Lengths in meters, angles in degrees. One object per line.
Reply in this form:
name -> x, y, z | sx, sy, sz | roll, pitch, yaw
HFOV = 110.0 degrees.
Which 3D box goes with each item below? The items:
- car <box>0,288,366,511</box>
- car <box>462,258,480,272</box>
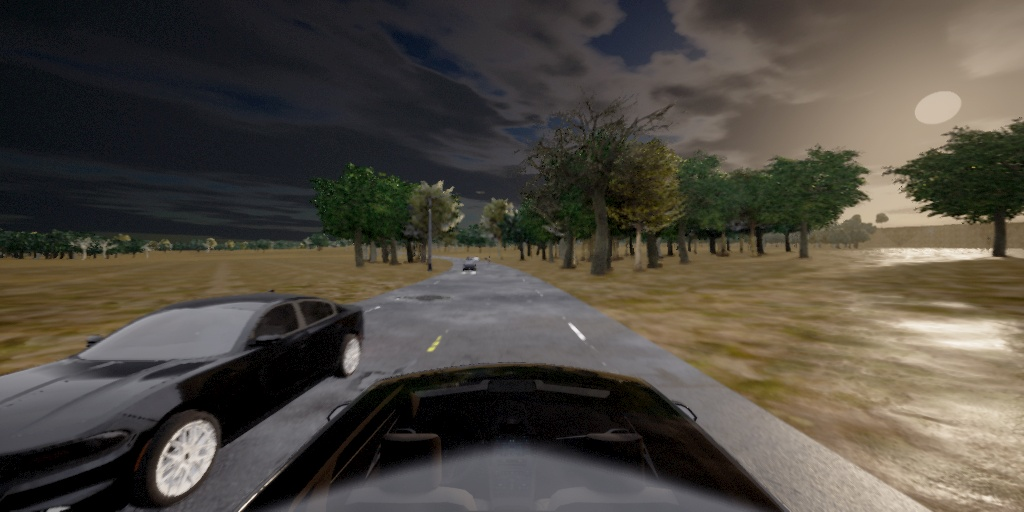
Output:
car -> -3.620, 1.255, 4.590 | 1.882, 1.535, 5.008 | 0, 0, 0
car -> -5.651, 1.345, 48.361 | 2.033, 1.411, 5.357 | 0, 0, -5
